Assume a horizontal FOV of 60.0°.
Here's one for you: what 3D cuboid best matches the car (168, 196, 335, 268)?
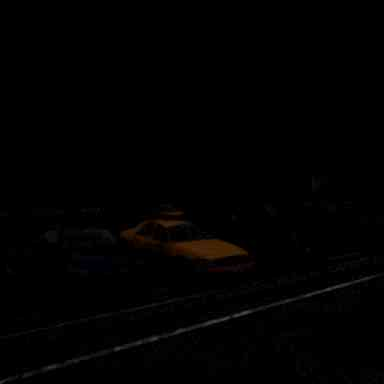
[{"bbox_3d":[1.734,1.297,11.811,2.435,2.045,5.566,0,0,-36],"label":"car"}]

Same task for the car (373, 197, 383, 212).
[{"bbox_3d":[20.487,1.756,41.340,2.231,1.521,4.892,0,0,-36],"label":"car"}]

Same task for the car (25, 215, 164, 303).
[{"bbox_3d":[-2.845,1.553,8.572,2.002,1.452,4.674,0,0,-36],"label":"car"}]

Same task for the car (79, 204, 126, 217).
[{"bbox_3d":[-6.606,1.544,21.969,2.231,1.521,4.892,0,0,-36],"label":"car"}]

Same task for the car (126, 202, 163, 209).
[{"bbox_3d":[-4.363,1.590,23.602,2.163,1.488,4.792,0,0,-36],"label":"car"}]

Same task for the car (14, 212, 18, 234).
[{"bbox_3d":[-11.120,1.509,18.737,2.097,1.535,5.008,0,0,-36],"label":"car"}]

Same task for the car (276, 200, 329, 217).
[{"bbox_3d":[11.458,1.682,34.881,2.097,1.535,5.008,0,0,-36],"label":"car"}]

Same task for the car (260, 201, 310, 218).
[{"bbox_3d":[9.198,1.704,33.266,2.002,1.452,4.674,0,0,-36],"label":"car"}]

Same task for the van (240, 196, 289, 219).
[{"bbox_3d":[6.873,1.421,31.750,1.878,1.987,4.442,0,0,-36],"label":"van"}]

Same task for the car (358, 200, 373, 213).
[{"bbox_3d":[18.223,1.736,39.735,2.097,1.535,5.008,0,0,-36],"label":"car"}]

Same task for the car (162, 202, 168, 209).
[{"bbox_3d":[-1.981,1.575,25.043,1.946,1.575,5.366,0,0,-36],"label":"car"}]

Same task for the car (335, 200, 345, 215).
[{"bbox_3d":[13.713,1.740,36.498,2.002,1.452,4.674,0,0,-36],"label":"car"}]

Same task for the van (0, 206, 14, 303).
[{"bbox_3d":[-5.190,1.270,7.035,1.878,1.987,4.442,0,0,-36],"label":"van"}]

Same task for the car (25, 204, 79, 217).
[{"bbox_3d":[-8.863,1.526,20.353,2.097,1.535,5.008,0,0,-36],"label":"car"}]

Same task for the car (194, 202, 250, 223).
[{"bbox_3d":[2.443,1.642,28.401,2.163,1.488,4.792,0,0,-36],"label":"car"}]

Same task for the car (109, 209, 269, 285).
[{"bbox_3d":[-0.456,1.527,10.051,1.946,1.575,5.366,0,0,-36],"label":"car"}]

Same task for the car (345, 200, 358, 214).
[{"bbox_3d":[15.952,1.592,38.141,2.185,1.767,4.553,0,0,-36],"label":"car"}]
